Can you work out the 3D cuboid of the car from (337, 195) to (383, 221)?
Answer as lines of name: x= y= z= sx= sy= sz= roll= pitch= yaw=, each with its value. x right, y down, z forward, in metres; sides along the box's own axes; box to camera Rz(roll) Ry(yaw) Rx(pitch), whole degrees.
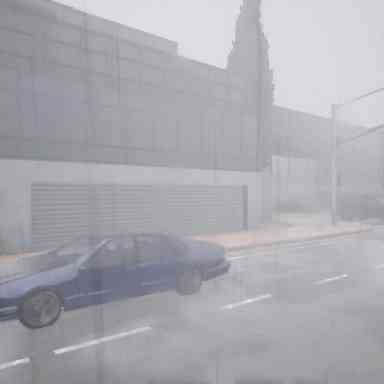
car: x=13.462 y=1.222 z=24.609 sx=2.150 sy=2.045 sz=5.566 roll=0 pitch=0 yaw=-28

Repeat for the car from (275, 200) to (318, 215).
car: x=10.799 y=1.525 z=34.713 sx=1.812 sy=1.442 sz=4.674 roll=0 pitch=0 yaw=-37

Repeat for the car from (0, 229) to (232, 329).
car: x=-1.624 y=1.547 z=7.130 sx=5.357 sy=1.411 sz=2.033 roll=0 pitch=0 yaw=-35
